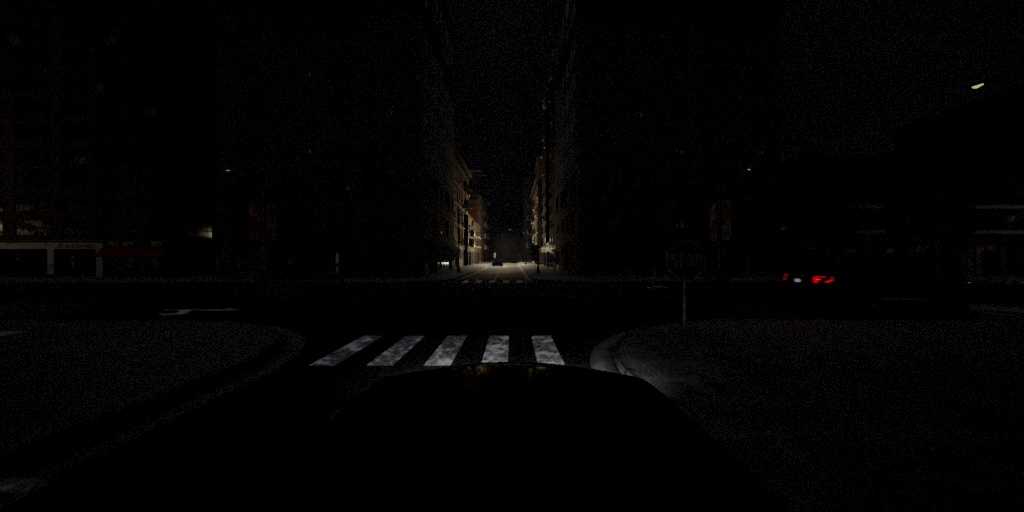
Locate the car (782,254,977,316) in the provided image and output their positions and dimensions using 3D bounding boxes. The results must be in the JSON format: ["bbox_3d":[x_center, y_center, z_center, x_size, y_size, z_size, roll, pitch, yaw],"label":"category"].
[{"bbox_3d":[12.966,0.961,12.926,5.566,2.045,2.150,0,0,0],"label":"car"}]
